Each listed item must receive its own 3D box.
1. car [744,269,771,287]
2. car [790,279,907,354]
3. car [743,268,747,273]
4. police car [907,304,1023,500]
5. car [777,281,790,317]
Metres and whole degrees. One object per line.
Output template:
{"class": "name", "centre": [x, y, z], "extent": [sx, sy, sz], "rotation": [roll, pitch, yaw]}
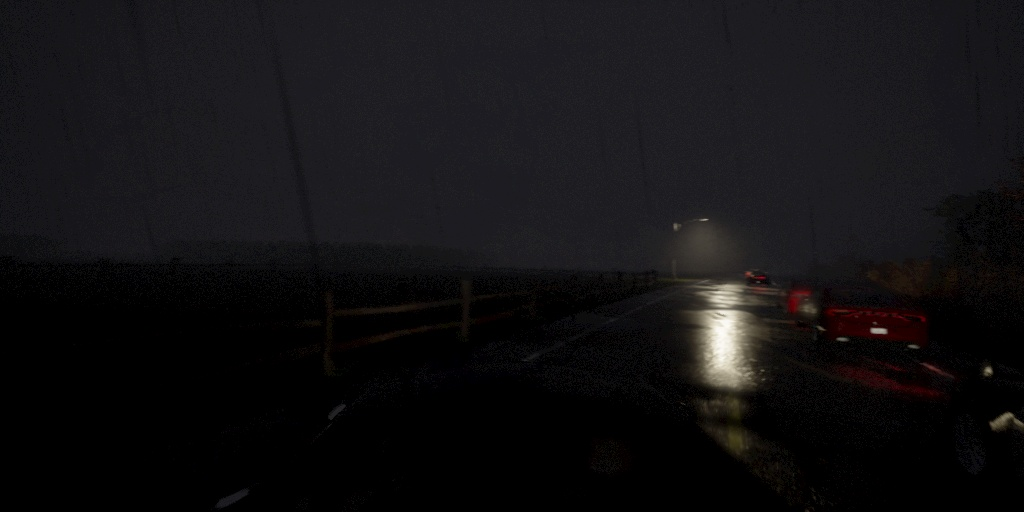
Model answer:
{"class": "car", "centre": [25.079, 2.310, 36.548], "extent": [1.837, 1.490, 4.892], "rotation": [1, 0, 34]}
{"class": "car", "centre": [9.445, 1.572, 10.087], "extent": [1.882, 1.535, 5.008], "rotation": [1, -1, 31]}
{"class": "car", "centre": [31.110, 2.414, 45.676], "extent": [2.097, 1.767, 4.553], "rotation": [1, -1, 35]}
{"class": "police car", "centre": [4.360, 1.288, 1.647], "extent": [1.930, 1.638, 5.238], "rotation": [1, -1, 31]}
{"class": "car", "centre": [12.579, 1.713, 15.178], "extent": [1.882, 1.535, 5.008], "rotation": [1, -1, 32]}
